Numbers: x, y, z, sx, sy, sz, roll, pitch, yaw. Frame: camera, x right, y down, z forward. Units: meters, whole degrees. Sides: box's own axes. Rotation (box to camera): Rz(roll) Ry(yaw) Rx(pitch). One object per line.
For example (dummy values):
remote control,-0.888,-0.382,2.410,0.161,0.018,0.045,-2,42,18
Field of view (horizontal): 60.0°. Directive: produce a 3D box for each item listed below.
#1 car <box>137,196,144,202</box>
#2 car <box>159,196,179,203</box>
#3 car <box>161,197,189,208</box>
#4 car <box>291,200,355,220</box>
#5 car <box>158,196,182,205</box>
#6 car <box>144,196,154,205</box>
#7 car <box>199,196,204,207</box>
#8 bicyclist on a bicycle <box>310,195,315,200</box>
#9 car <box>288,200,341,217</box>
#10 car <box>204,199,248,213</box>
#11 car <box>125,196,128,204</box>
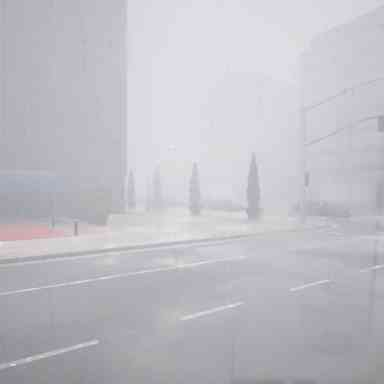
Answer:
car,-9.874,1.520,70.413,2.128,1.511,4.902,0,0,-35
car,-4.859,1.601,69.491,1.895,1.301,4.718,0,0,-35
car,-2.810,1.526,47.861,1.812,1.442,4.674,0,0,-35
car,11.065,1.492,27.904,2.128,1.511,4.902,0,0,-35
car,-4.158,1.547,62.386,2.033,1.411,5.357,0,0,-35
car,-6.217,1.507,58.947,1.837,1.490,4.892,0,-1,-34
car,2.342,1.601,46.573,1.895,1.301,4.718,0,0,-35
bicyclist on a bicycle,16.857,1.301,46.689,1.656,1.620,0.582,0,0,-35
car,11.972,1.526,32.826,1.812,1.442,4.674,0,0,-36
car,4.096,1.547,37.921,2.033,1.411,5.357,0,0,-35
car,-12.448,1.443,61.870,1.812,1.442,4.674,0,0,-35
